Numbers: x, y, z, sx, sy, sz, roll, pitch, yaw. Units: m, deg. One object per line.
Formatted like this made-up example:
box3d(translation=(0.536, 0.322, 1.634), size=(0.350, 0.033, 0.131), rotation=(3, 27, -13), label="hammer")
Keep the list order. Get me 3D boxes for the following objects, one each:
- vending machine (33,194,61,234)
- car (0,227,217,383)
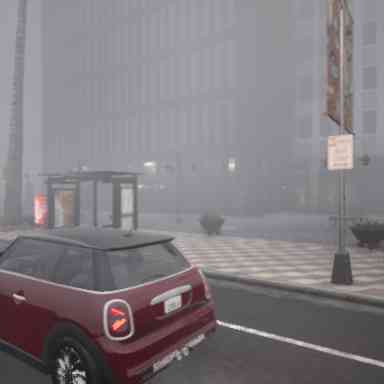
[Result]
box3d(translation=(-7.885, 1.139, 18.138), size=(0.880, 2.100, 1.100), rotation=(0, 0, 34), label="vending machine")
box3d(translation=(-1.950, 1.335, 5.147), size=(4.553, 1.767, 2.097), rotation=(0, 0, 36), label="car")
